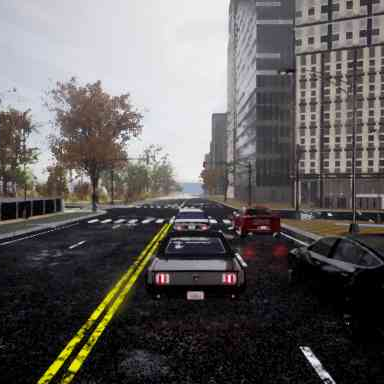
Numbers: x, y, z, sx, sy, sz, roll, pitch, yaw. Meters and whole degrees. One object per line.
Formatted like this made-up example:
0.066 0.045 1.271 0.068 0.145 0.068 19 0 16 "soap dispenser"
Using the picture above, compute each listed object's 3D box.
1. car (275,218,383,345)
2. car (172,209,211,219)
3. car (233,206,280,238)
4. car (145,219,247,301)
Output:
3.342 1.501 6.385 2.163 1.488 4.792 0 0 0 "car"
-0.016 1.544 16.519 2.033 1.411 5.357 0 0 0 "car"
3.299 1.474 17.664 1.882 1.535 5.008 0 0 1 "car"
0.071 1.598 8.279 1.895 1.301 4.718 0 0 0 "car"
